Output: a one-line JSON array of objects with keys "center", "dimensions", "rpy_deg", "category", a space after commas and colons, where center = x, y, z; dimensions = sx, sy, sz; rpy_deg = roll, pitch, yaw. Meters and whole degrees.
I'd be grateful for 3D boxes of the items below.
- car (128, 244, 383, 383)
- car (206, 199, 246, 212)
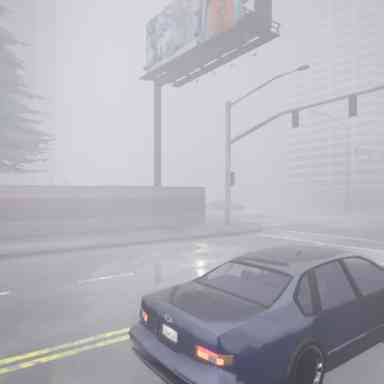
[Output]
[{"center": [1.779, 1.547, 5.033], "dimensions": [5.357, 1.411, 2.033], "rpy_deg": [0, 0, -37], "category": "car"}, {"center": [3.803, 1.542, 38.580], "dimensions": [2.033, 1.411, 5.357], "rpy_deg": [0, 0, -35], "category": "car"}]
